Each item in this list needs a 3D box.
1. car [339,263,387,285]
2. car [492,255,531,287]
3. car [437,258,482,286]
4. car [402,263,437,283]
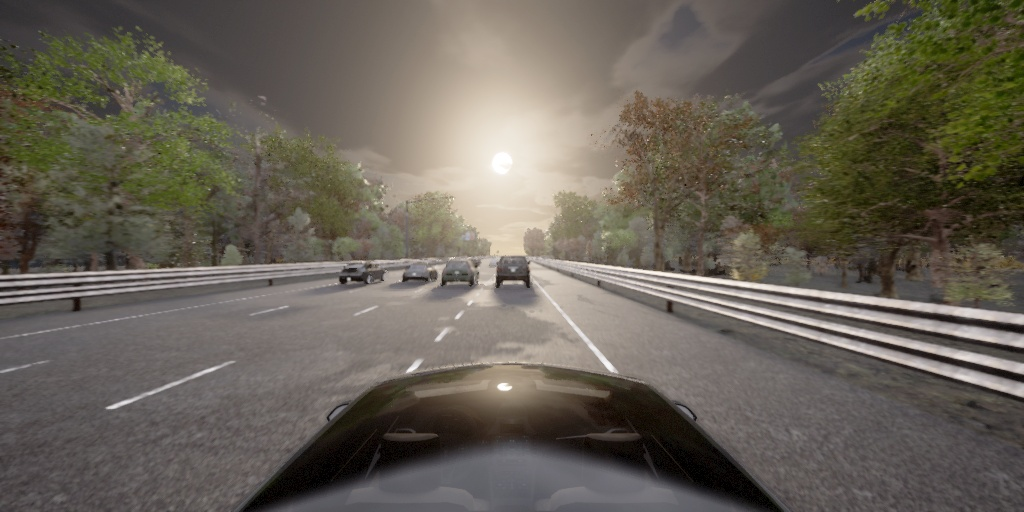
[{"bbox_3d":[-10.414,1.197,25.355,1.837,1.490,4.892,0,1,0],"label":"car"},{"bbox_3d":[0.080,0.916,23.927,2.150,2.045,5.566,0,0,0],"label":"car"},{"bbox_3d":[-3.420,1.042,24.452,2.097,1.767,4.553,0,0,0],"label":"car"},{"bbox_3d":[-6.907,1.248,27.371,1.994,1.385,4.181,0,0,0],"label":"car"}]
